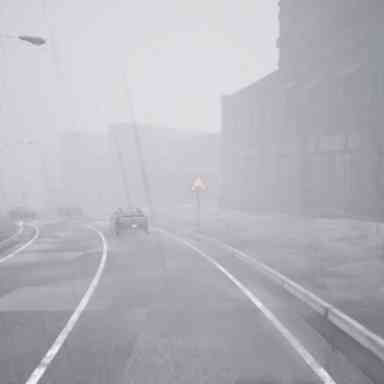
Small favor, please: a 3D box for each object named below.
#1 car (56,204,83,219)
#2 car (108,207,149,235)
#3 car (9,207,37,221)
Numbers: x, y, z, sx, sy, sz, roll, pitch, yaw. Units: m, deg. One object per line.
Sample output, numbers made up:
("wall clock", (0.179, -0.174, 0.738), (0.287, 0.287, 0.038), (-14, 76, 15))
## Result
("car", (-13.971, 2.139, 37.766), (2.128, 1.511, 4.902), (-3, 0, -39))
("car", (-3.913, 1.654, 20.109), (2.128, 1.511, 4.902), (-2, -1, -20))
("car", (-19.836, 2.459, 38.934), (1.882, 1.535, 5.008), (-4, 0, -43))
